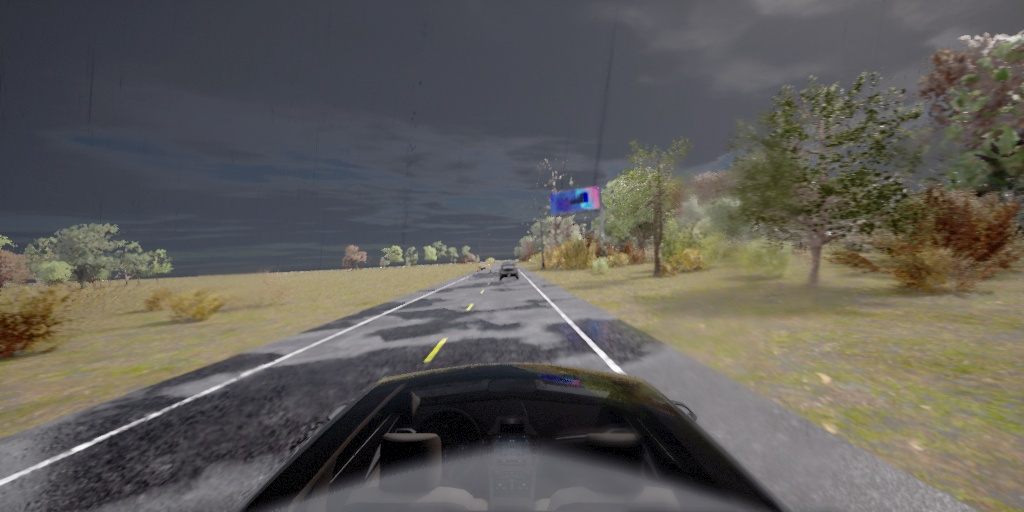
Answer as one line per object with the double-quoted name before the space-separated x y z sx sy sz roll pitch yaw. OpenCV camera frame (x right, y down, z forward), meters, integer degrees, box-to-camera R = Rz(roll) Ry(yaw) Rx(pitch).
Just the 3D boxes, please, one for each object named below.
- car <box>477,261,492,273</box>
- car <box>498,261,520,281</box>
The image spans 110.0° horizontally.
"car" -3.996 1.518 51.913 1.882 1.535 5.008 -3 0 -1
"car" -0.294 1.548 35.046 1.837 1.490 4.892 -3 0 0
